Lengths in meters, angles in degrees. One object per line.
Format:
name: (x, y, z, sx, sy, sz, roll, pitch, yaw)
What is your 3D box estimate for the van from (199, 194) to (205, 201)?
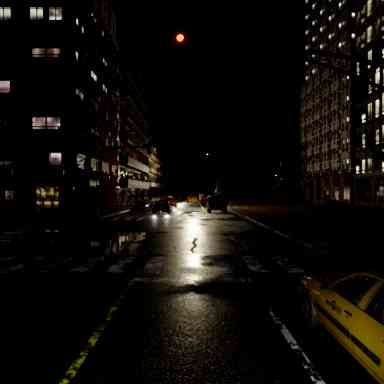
van: (2.682, 1.439, 91.614, 1.690, 1.788, 3.998, 0, 0, 0)

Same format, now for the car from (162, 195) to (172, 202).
car: (-5.697, 1.505, 75.035, 1.967, 1.590, 4.097, 0, 0, 0)

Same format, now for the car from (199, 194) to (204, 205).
car: (2.683, 1.353, 58.455, 2.192, 1.841, 5.009, 0, 0, 0)

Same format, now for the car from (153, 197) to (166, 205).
car: (-5.696, 1.582, 58.454, 1.887, 1.381, 4.507, 0, 0, 0)

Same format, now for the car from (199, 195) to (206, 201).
car: (2.684, 1.612, 86.258, 1.752, 1.417, 4.829, 0, 0, 0)

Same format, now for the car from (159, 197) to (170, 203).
car: (-5.696, 1.638, 69.509, 1.802, 1.307, 4.206, 0, 0, 0)

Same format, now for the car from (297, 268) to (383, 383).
car: (2.687, 1.525, 4.106, 1.752, 1.417, 4.829, 0, 0, 0)

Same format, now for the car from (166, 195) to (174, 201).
car: (-5.697, 1.611, 85.918, 1.752, 1.417, 4.829, 0, 0, 0)

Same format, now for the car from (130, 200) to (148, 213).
car: (-5.694, 1.562, 36.348, 2.008, 1.369, 4.403, 0, 0, 0)

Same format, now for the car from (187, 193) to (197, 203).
car: (0.000, 1.291, 75.839, 2.150, 2.045, 5.566, 0, 0, 0)

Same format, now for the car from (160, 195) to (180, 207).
car: (-3.099, 1.549, 47.603, 1.812, 1.442, 4.674, 0, 0, 0)

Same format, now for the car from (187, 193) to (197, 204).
car: (0.098, 1.527, 65.363, 1.882, 1.535, 5.008, 0, 0, 0)

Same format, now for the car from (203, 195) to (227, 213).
car: (2.684, 1.326, 36.349, 2.192, 1.841, 5.009, 0, 0, 0)

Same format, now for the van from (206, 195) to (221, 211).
van: (2.684, 1.357, 41.875, 1.690, 1.788, 3.998, 0, 0, 0)

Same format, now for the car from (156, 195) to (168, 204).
car: (-5.697, 1.487, 63.982, 1.967, 1.590, 4.097, 0, 0, 0)

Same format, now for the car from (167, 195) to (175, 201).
car: (-5.697, 1.642, 91.614, 1.887, 1.381, 4.507, 0, 0, 0)

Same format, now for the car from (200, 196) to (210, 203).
car: (2.684, 1.600, 69.509, 1.887, 1.381, 4.507, 0, 0, 0)

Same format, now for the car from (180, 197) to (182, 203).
car: (-3.007, 1.655, 68.844, 1.895, 1.301, 4.718, 0, 0, 0)

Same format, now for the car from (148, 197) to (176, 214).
car: (-3.102, 1.558, 35.441, 2.033, 1.411, 5.357, 0, 0, 0)
